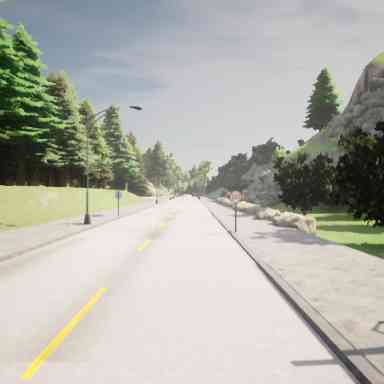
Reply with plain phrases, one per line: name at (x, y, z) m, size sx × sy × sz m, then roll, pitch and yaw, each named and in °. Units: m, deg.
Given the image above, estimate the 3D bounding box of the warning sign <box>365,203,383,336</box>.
warning sign at (3.350, 1.101, 4.649) m, size 1.300 × 1.860 × 1.060 m, roll 0°, pitch 0°, yaw 0°
